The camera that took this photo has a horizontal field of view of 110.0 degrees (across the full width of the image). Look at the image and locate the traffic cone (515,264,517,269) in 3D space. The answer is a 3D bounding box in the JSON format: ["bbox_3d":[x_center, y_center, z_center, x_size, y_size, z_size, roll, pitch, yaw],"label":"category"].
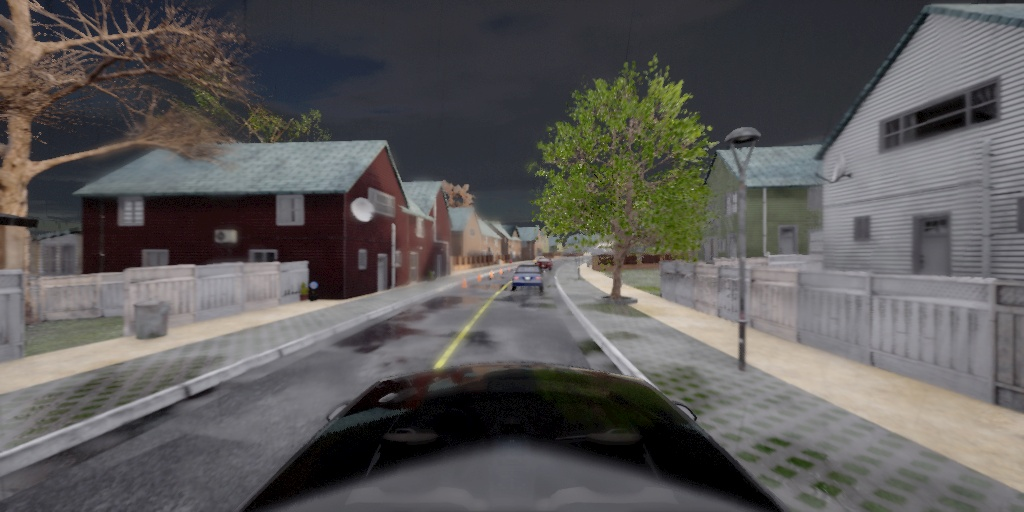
[{"bbox_3d":[0.574,1.400,47.147,0.340,0.580,0.340,0,0,11],"label":"traffic cone"}]

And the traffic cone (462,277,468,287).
[{"bbox_3d":[-2.936,1.613,22.146,0.340,0.580,0.340,0,0,5],"label":"traffic cone"}]

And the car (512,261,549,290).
[{"bbox_3d":[1.028,1.215,21.558,2.033,1.411,5.357,0,0,5],"label":"car"}]

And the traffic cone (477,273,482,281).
[{"bbox_3d":[-2.442,1.576,27.175,0.340,0.580,0.340,0,0,6],"label":"traffic cone"}]

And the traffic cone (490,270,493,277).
[{"bbox_3d":[-1.844,1.540,32.189,0.340,0.580,0.340,0,0,7],"label":"traffic cone"}]

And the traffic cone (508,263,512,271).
[{"bbox_3d":[-0.335,1.454,42.179,0.340,0.580,0.340,0,0,10],"label":"traffic cone"}]

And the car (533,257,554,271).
[{"bbox_3d":[4.059,0.957,43.932,1.882,1.535,5.008,0,1,10],"label":"car"}]

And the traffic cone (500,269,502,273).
[{"bbox_3d":[-1.141,1.501,37.192,0.340,0.580,0.340,0,0,9],"label":"traffic cone"}]
